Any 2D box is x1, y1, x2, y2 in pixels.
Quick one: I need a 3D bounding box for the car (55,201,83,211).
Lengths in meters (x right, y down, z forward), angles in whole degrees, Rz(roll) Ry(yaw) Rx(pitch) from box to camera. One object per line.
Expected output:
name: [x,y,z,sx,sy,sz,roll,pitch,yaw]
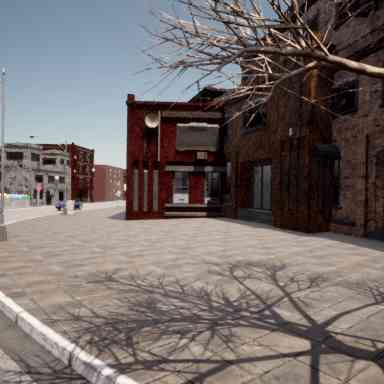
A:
car: [-16.266,1.792,44.333,1.895,1.301,4.718,1,0,3]
